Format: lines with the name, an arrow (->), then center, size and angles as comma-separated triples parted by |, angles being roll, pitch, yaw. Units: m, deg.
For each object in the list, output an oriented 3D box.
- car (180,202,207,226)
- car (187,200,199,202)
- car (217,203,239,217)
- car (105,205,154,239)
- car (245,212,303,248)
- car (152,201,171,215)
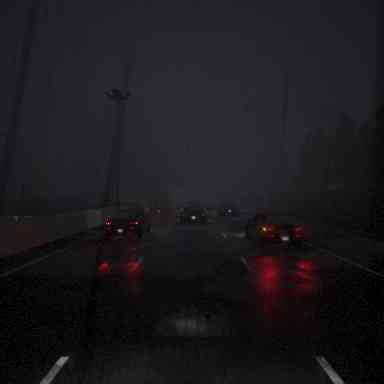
car -> 0.105, 1.732, 24.907 | 1.994, 1.385, 4.181 | 0, 0, 0
car -> 0.109, 1.761, 40.126 | 2.128, 1.511, 4.902 | 0, 0, 0
car -> 3.607, 1.791, 33.771 | 1.994, 1.385, 4.181 | 0, 0, 0
car -> -3.397, 1.647, 18.021 | 1.812, 1.442, 4.674 | 0, 0, 0
car -> 3.604, 1.628, 15.141 | 1.812, 1.442, 4.674 | 0, 0, 0
car -> -3.393, 1.751, 36.663 | 1.837, 1.490, 4.892 | 0, 0, 0
